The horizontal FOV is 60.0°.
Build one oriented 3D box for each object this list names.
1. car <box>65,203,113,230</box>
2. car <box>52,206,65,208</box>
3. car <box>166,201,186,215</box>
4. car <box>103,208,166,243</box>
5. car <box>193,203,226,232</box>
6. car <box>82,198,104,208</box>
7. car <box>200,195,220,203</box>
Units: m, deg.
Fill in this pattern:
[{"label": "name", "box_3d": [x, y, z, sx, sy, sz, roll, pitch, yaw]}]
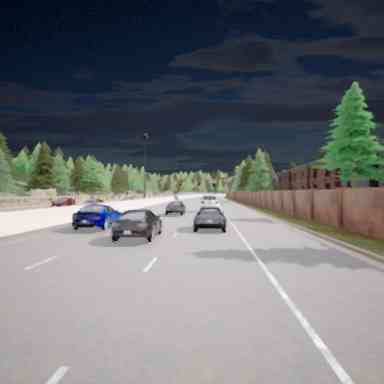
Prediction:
[{"label": "car", "box_3d": [-5.887, 1.512, 21.070, 1.882, 1.535, 5.008, 0, 0, 3]}, {"label": "car", "box_3d": [-18.604, 1.531, 48.470, 1.882, 1.535, 5.008, 0, 0, 4]}, {"label": "car", "box_3d": [-1.662, 1.645, 34.619, 2.033, 1.411, 5.357, 0, 0, 3]}, {"label": "car", "box_3d": [-2.614, 1.563, 16.390, 1.812, 1.442, 4.674, 0, 0, 3]}, {"label": "car", "box_3d": [1.117, 1.634, 20.963, 1.994, 1.385, 4.181, 0, 0, 3]}, {"label": "car", "box_3d": [-14.988, 1.604, 50.634, 1.812, 1.442, 4.674, 0, 0, 3]}, {"label": "car", "box_3d": [2.149, 1.356, 40.327, 2.150, 2.045, 5.566, 0, 0, 3]}]
